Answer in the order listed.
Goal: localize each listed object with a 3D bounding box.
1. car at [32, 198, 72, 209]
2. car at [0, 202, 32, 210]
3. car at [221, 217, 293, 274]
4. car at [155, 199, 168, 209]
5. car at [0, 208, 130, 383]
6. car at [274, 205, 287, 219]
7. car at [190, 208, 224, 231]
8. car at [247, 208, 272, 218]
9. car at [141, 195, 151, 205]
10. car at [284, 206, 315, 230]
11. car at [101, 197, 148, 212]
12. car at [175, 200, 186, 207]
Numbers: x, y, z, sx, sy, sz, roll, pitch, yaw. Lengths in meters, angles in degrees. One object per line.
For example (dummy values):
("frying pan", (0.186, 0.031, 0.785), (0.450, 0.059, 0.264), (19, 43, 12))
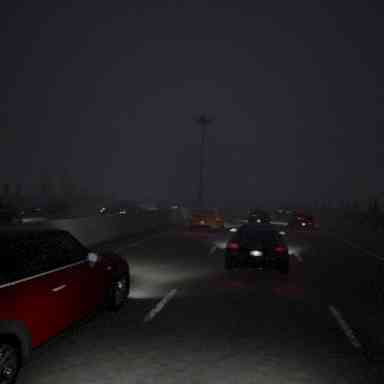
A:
("car", (-12.302, 1.283, 28.607), (1.882, 1.535, 5.008), (3, -1, 11))
("car", (-11.026, 1.222, 17.380), (1.837, 1.490, 4.892), (3, -1, 12))
("car", (2.307, 1.827, 11.783), (1.994, 1.385, 4.181), (3, -1, 12))
("car", (-5.212, 1.991, 57.345), (1.882, 1.535, 5.008), (3, -1, -1))
("car", (-2.620, 1.298, 5.134), (2.097, 1.767, 4.553), (3, -1, 12))
("car", (11.349, 2.414, 40.622), (2.097, 1.767, 4.553), (3, -1, 8))
("car", (1.179, 1.844, 23.653), (1.882, 1.535, 5.008), (3, -1, 12))
("car", (5.967, 2.173, 29.621), (1.837, 1.490, 4.892), (3, -1, 11))
("car", (-9.894, 1.685, 70.709), (2.150, 2.045, 5.566), (3, -1, -10))
("car", (9.289, 2.315, 28.547), (1.837, 1.490, 4.892), (3, 0, 12))
("car", (-5.567, 1.444, 26.645), (2.097, 1.767, 4.553), (3, -1, 11))
("car", (-2.302, 2.335, 67.167), (1.994, 1.385, 4.181), (3, -1, -7))
